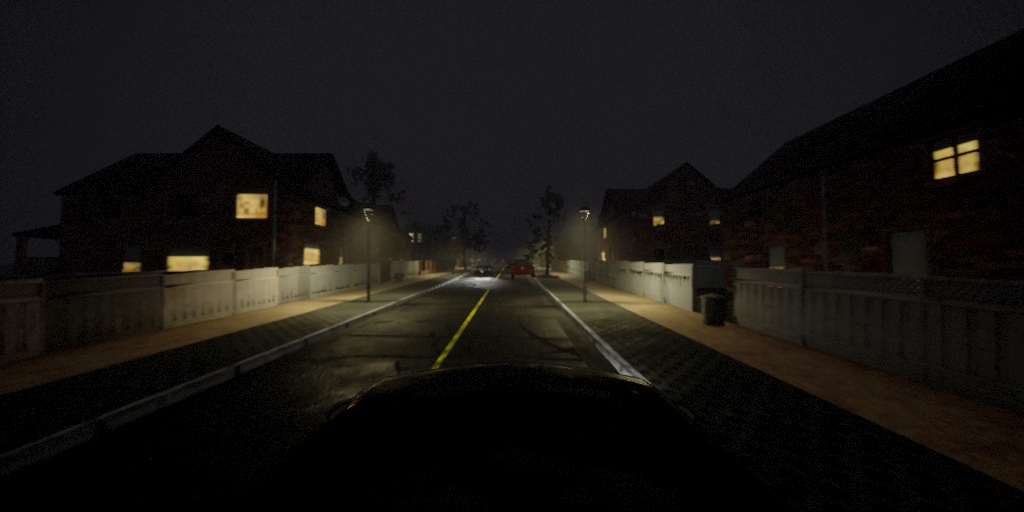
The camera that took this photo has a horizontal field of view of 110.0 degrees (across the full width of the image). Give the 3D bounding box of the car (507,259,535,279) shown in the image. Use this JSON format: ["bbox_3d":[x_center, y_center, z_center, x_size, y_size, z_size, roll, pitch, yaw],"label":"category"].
[{"bbox_3d":[0.911,1.074,32.748,2.097,1.767,4.553,-3,-1,0],"label":"car"}]

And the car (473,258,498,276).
[{"bbox_3d":[-2.850,1.270,36.879,2.128,1.511,4.902,0,0,0],"label":"car"}]

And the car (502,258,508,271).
[{"bbox_3d":[-0.014,1.350,51.815,2.033,1.411,5.357,0,0,0],"label":"car"}]
